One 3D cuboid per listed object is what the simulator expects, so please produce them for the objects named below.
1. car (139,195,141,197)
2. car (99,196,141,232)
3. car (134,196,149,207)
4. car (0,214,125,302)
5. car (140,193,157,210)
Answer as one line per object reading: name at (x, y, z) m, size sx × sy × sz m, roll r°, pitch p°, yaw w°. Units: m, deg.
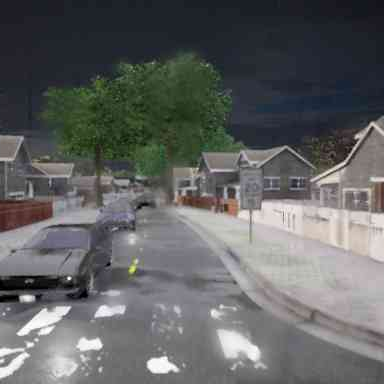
car at (-6.322, 1.331, 32.038) m, size 2.097 × 1.767 × 4.553 m, roll 0°, pitch 0°, yaw -12°
car at (-4.330, 1.344, 19.787) m, size 2.097 × 1.767 × 4.553 m, roll 0°, pitch 0°, yaw -7°
car at (-8.030, 1.436, 52.966) m, size 2.128 × 1.511 × 4.902 m, roll 0°, pitch 0°, yaw -11°
car at (-3.201, 1.546, 8.686) m, size 2.033 × 1.411 × 5.357 m, roll 0°, pitch 0°, yaw -5°
car at (-5.820, 1.173, 42.850) m, size 2.150 × 2.045 × 5.566 m, roll 0°, pitch 0°, yaw -12°
